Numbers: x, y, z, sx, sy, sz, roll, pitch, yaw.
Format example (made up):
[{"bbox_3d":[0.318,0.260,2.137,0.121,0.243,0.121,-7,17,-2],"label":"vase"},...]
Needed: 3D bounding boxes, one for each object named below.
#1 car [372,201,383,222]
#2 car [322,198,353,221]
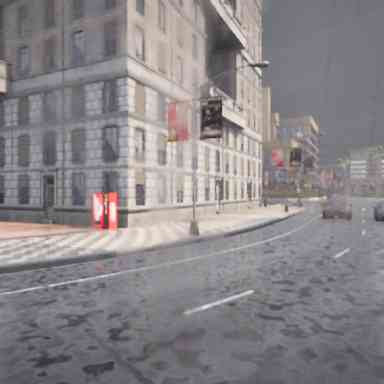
[{"bbox_3d":[14.854,1.441,25.233,2.128,1.511,4.902,0,0,27],"label":"car"},{"bbox_3d":[11.902,1.302,27.148,2.097,1.767,4.553,0,0,27],"label":"car"}]
